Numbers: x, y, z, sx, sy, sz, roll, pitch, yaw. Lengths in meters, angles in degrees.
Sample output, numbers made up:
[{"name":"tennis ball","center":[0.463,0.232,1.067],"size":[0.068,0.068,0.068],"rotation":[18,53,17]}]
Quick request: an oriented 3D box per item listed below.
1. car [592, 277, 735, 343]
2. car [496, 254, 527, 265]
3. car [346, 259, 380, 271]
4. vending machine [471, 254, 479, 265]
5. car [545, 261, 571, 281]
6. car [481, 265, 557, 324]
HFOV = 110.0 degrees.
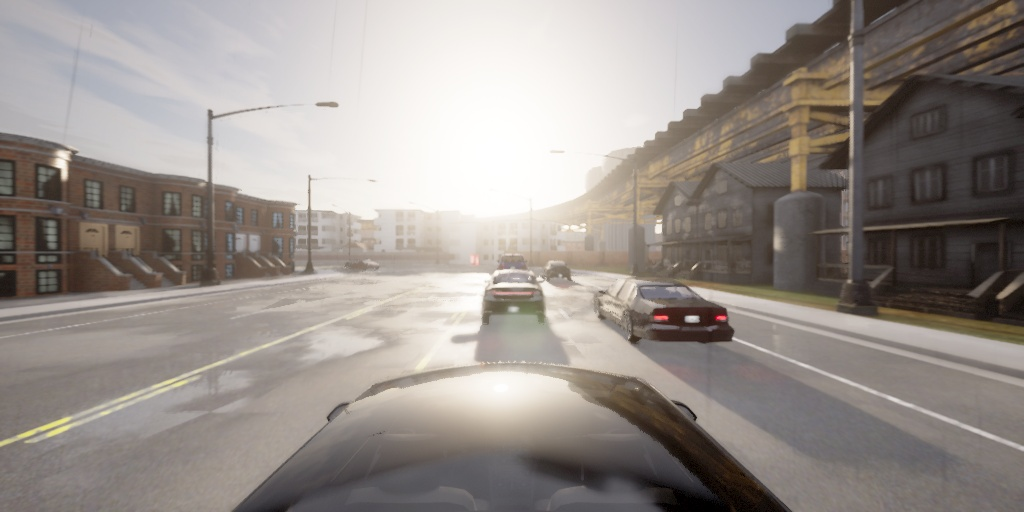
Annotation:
[{"name":"car","center":[3.543,1.266,9.527],"size":[2.033,1.411,5.357],"rotation":[0,0,1]},{"name":"car","center":[-0.003,0.870,27.260],"size":[2.150,2.045,5.566],"rotation":[0,1,-1]},{"name":"car","center":[-18.497,1.100,45.087],"size":[4.674,1.442,1.812],"rotation":[0,0,38]},{"name":"vending machine","center":[-6.374,0.704,61.240],"size":[0.880,2.100,1.100],"rotation":[0,0,39]},{"name":"car","center":[3.422,1.149,28.326],"size":[1.837,1.490,4.892],"rotation":[0,1,-2]},{"name":"car","center":[0.062,1.198,11.785],"size":[2.128,1.511,4.902],"rotation":[0,0,0]}]
